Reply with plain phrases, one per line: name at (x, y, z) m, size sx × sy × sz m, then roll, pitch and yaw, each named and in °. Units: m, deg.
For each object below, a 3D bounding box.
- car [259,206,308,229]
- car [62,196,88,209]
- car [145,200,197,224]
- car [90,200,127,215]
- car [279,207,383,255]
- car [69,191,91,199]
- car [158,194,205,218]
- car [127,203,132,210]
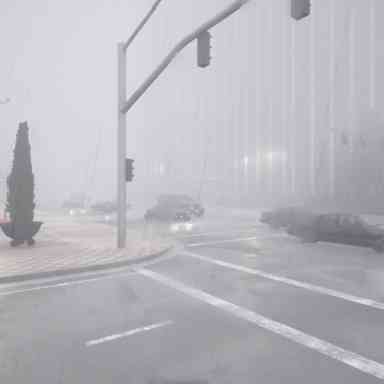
car at (6.450, 1.547, 19.568) m, size 2.033 × 1.411 × 5.357 m, roll 0°, pitch 0°, yaw -36°
car at (-15.915, 1.601, 44.521) m, size 1.895 × 1.301 × 4.718 m, roll 0°, pitch 0°, yaw -36°
car at (-1.888, 1.564, 25.068) m, size 1.994 × 1.385 × 4.181 m, roll 0°, pitch 0°, yaw -36°
car at (-8.983, 1.601, 34.888) m, size 1.895 × 1.301 × 4.718 m, roll 0°, pitch 0°, yaw -36°
car at (6.474, 1.547, 13.624) m, size 2.033 × 1.411 × 5.357 m, roll 0°, pitch 0°, yaw -36°
car at (-18.128, 0.840, 53.684) m, size 2.150 × 2.045 × 5.566 m, roll 0°, pitch 0°, yaw -36°
car at (-1.158, 1.216, 30.047) m, size 2.150 × 2.045 × 5.566 m, roll 0°, pitch 1°, yaw -35°
car at (-9.186, 1.601, 41.156) m, size 1.895 × 1.301 × 4.718 m, roll 0°, pitch 0°, yaw -36°
